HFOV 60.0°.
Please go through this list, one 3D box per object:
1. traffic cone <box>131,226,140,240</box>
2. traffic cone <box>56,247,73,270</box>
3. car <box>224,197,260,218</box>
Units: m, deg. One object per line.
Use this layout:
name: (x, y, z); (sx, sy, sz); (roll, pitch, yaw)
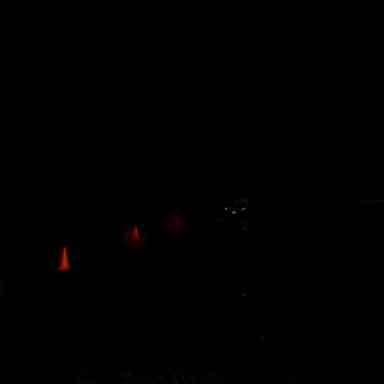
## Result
traffic cone: (-2.432, 1.764, 14.407); (0.340, 0.580, 0.340); (0, 1, 15)
traffic cone: (-3.561, 1.836, 9.318); (0.340, 0.580, 0.340); (0, 1, 10)
car: (3.909, 1.127, 25.405); (1.812, 1.442, 4.674); (0, 1, 25)
